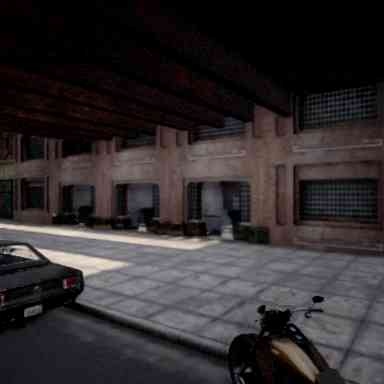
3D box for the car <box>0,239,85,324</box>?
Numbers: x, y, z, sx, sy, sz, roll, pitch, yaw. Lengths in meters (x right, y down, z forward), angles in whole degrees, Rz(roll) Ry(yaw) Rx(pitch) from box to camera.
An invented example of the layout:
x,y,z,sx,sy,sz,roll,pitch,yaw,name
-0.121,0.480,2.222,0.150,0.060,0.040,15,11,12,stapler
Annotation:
x,y,z,sx,sy,sz,roll,pitch,yaw,name
-4.353,1.618,6.603,4.718,1.301,1.895,0,0,35,car
